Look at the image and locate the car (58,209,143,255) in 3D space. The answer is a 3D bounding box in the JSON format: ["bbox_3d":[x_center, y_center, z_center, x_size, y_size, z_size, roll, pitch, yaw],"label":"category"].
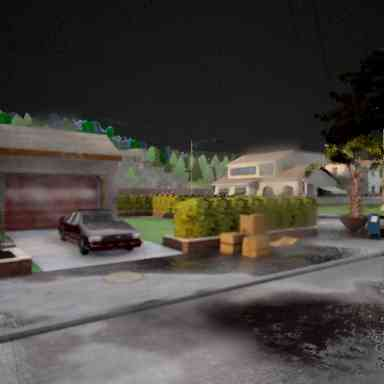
[{"bbox_3d":[-3.743,1.360,12.725,2.033,1.415,5.357,0,0,-33],"label":"car"}]
